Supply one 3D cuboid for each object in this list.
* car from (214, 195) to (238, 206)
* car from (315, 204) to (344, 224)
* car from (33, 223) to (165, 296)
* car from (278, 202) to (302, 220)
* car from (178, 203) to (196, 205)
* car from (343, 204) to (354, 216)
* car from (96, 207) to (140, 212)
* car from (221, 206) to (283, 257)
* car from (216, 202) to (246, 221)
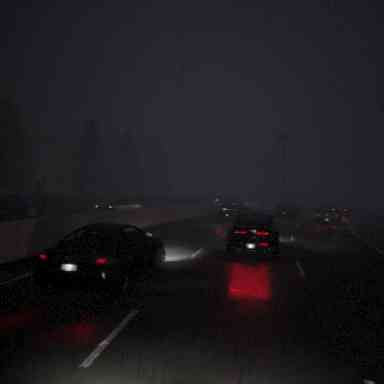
[{"bbox_3d":[6.132,1.450,59.468,2.097,1.767,4.553,2,0,36],"label":"car"},{"bbox_3d":[11.488,1.901,27.945,1.895,1.301,4.718,2,0,25],"label":"car"},{"bbox_3d":[-2.089,1.490,8.628,1.994,1.385,4.181,2,0,11],"label":"car"},{"bbox_3d":[9.054,1.702,30.967,1.882,1.535,5.008,2,0,26],"label":"car"},{"bbox_3d":[-0.748,1.406,35.221,1.882,1.535,5.008,2,0,27],"label":"car"},{"bbox_3d":[17.744,2.071,39.147,1.895,1.301,4.718,2,0,33],"label":"car"},{"bbox_3d":[-6.758,1.359,30.348,1.895,1.301,4.718,2,0,22],"label":"car"},{"bbox_3d":[2.566,1.561,13.455,1.837,1.490,4.892,1,0,14],"label":"car"},{"bbox_3d":[3.606,1.560,27.388,2.128,1.511,4.902,2,0,23],"label":"car"}]
